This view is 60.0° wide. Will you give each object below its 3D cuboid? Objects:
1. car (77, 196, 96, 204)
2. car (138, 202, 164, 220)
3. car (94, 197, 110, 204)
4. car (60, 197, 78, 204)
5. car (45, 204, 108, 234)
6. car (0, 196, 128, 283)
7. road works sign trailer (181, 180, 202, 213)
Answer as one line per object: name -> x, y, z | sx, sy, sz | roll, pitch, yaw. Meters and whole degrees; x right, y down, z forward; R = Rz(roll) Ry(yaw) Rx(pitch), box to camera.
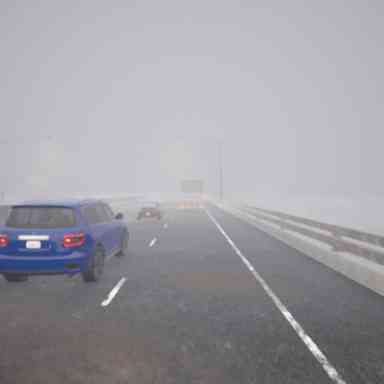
car -> -21.017, 1.540, 66.395 | 2.033, 1.411, 5.357 | 0, 0, 0
car -> -3.408, 1.538, 27.987 | 1.812, 1.442, 4.674 | 0, 0, 0
car -> -17.518, 1.605, 64.758 | 1.895, 1.301, 4.718 | 0, 0, 0
car -> -24.517, 1.595, 66.364 | 1.895, 1.301, 4.718 | 0, 0, 0
car -> -6.904, 1.558, 20.581 | 2.033, 1.411, 5.357 | 0, 0, 0
car -> -3.402, 1.228, 9.814 | 2.150, 2.045, 5.566 | 0, 0, 0
road works sign trailer -> -0.010, 0.477, 38.009 | 2.380, 3.560, 2.880 | 0, 0, 0
